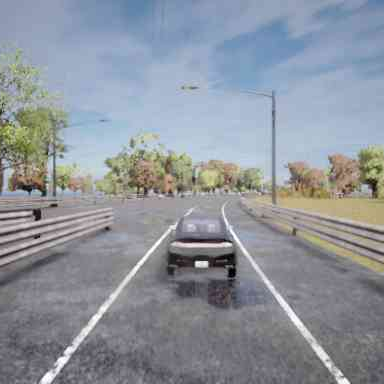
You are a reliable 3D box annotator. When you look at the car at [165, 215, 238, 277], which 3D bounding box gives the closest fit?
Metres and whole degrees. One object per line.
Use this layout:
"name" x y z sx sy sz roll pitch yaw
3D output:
"car" 0.281 1.458 10.152 2.128 1.511 4.902 0 0 1
